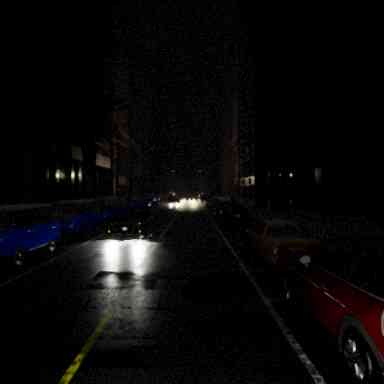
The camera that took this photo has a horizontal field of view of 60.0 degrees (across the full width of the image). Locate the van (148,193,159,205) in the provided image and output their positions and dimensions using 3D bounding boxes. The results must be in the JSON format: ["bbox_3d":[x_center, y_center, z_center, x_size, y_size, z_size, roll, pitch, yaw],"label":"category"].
[{"bbox_3d":[-5.757,1.119,44.563,1.690,1.788,3.998,0,0,0],"label":"van"}]

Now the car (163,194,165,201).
[{"bbox_3d":[-5.755,1.202,66.867,1.752,1.417,4.829,0,0,0],"label":"car"}]

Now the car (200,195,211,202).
[{"bbox_3d":[2.770,1.227,67.047,2.008,1.369,4.403,0,0,0],"label":"car"}]

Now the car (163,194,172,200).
[{"bbox_3d":[-5.754,1.174,78.274,1.887,1.381,4.507,0,0,0],"label":"car"}]

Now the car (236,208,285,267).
[{"bbox_3d":[2.765,1.468,11.030,1.752,1.417,4.829,0,0,0],"label":"car"}]

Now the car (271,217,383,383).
[{"bbox_3d":[2.765,1.412,5.241,1.967,1.590,4.097,0,0,0],"label":"car"}]

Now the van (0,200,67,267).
[{"bbox_3d":[-5.760,1.284,10.854,1.690,1.788,3.998,0,0,0],"label":"van"}]

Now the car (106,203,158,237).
[{"bbox_3d":[-3.098,1.475,17.217,1.994,1.385,4.181,0,0,0],"label":"car"}]

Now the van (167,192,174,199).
[{"bbox_3d":[-5.753,0.924,89.510,1.690,1.788,3.998,0,0,0],"label":"van"}]

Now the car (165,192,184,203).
[{"bbox_3d":[-3.047,1.205,58.490,2.128,1.511,4.902,0,0,0],"label":"car"}]

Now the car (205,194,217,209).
[{"bbox_3d":[2.768,1.329,39.124,1.752,1.417,4.829,0,0,0],"label":"car"}]

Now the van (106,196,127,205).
[{"bbox_3d":[-5.759,1.228,22.091,1.690,1.788,3.998,0,0,0],"label":"van"}]

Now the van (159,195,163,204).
[{"bbox_3d":[-5.756,1.093,50.182,1.690,1.788,3.998,0,0,0],"label":"van"}]

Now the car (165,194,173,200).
[{"bbox_3d":[-5.753,1.151,83.893,1.887,1.381,4.507,0,0,0],"label":"car"}]

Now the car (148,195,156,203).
[{"bbox_3d":[-5.757,1.349,38.946,1.887,1.381,4.507,0,0,0],"label":"car"}]

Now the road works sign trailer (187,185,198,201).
[{"bbox_3d":[0.008,0.121,71.647,2.380,3.560,2.880,0,0,0],"label":"road works sign trailer"}]

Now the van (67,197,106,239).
[{"bbox_3d":[-5.759,1.256,16.472,1.690,1.788,3.998,0,0,0],"label":"van"}]

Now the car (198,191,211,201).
[{"bbox_3d":[2.770,1.015,61.428,2.192,1.841,5.009,0,0,0],"label":"car"}]

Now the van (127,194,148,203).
[{"bbox_3d":[-5.758,1.173,33.327,1.690,1.788,3.998,0,0,0],"label":"van"}]

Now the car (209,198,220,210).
[{"bbox_3d":[2.767,1.425,27.716,1.947,1.339,4.313,0,0,0],"label":"car"}]

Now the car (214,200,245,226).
[{"bbox_3d":[2.766,1.452,22.098,1.947,1.339,4.313,0,0,0],"label":"car"}]

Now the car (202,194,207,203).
[{"bbox_3d":[2.768,1.344,44.572,1.947,1.339,4.313,0,0,0],"label":"car"}]

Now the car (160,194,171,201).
[{"bbox_3d":[-5.755,1.203,72.662,2.008,1.369,4.403,0,0,0],"label":"car"}]
